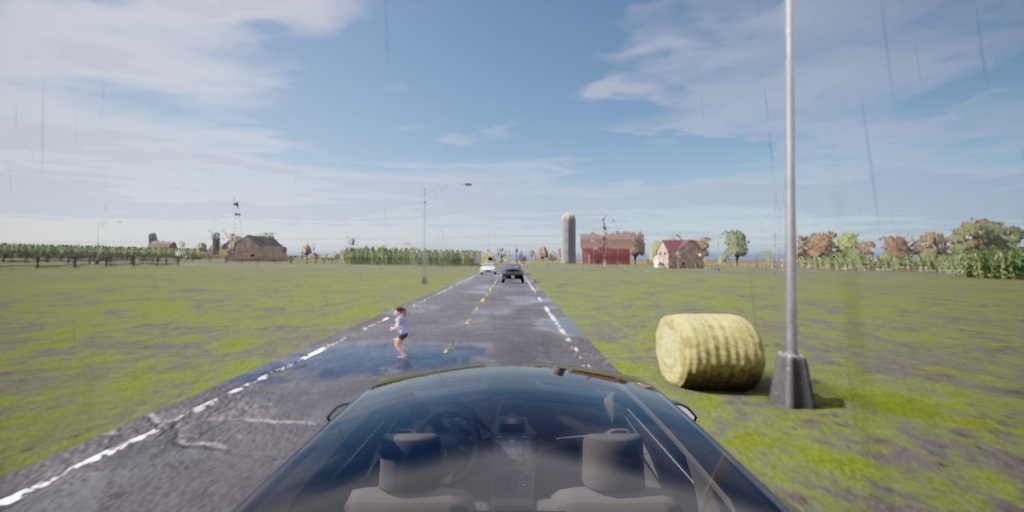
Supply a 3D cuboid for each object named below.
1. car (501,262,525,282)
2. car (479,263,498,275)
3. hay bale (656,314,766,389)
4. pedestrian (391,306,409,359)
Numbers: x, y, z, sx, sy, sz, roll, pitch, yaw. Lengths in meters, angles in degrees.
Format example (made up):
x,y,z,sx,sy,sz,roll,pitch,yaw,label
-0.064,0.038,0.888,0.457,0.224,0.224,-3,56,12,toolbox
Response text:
x,y,z,sx,sy,sz,roll,pitch,yaw,label
0.081,1.451,31.578,1.837,1.490,4.892,0,0,0,car
-2.856,1.557,43.697,1.812,1.442,4.674,0,0,0,car
3.123,1.430,5.807,1.220,1.180,1.240,0,0,0,hay bale
-2.147,1.455,7.098,0.500,1.100,0.500,-1,0,2,pedestrian
